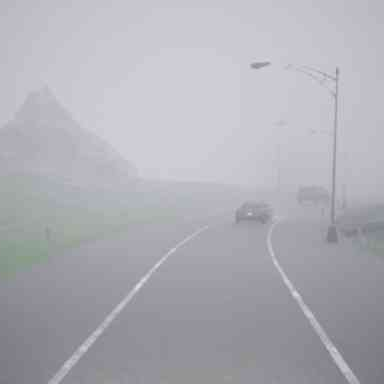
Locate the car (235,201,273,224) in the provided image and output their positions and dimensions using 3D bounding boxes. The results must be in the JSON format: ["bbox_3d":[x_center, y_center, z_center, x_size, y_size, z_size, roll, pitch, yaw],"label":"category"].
[{"bbox_3d":[4.181,1.253,22.117,1.994,1.385,4.181,2,2,20],"label":"car"}]

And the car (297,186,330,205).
[{"bbox_3d":[14.122,0.324,38.617,2.150,2.045,5.566,3,4,41],"label":"car"}]
